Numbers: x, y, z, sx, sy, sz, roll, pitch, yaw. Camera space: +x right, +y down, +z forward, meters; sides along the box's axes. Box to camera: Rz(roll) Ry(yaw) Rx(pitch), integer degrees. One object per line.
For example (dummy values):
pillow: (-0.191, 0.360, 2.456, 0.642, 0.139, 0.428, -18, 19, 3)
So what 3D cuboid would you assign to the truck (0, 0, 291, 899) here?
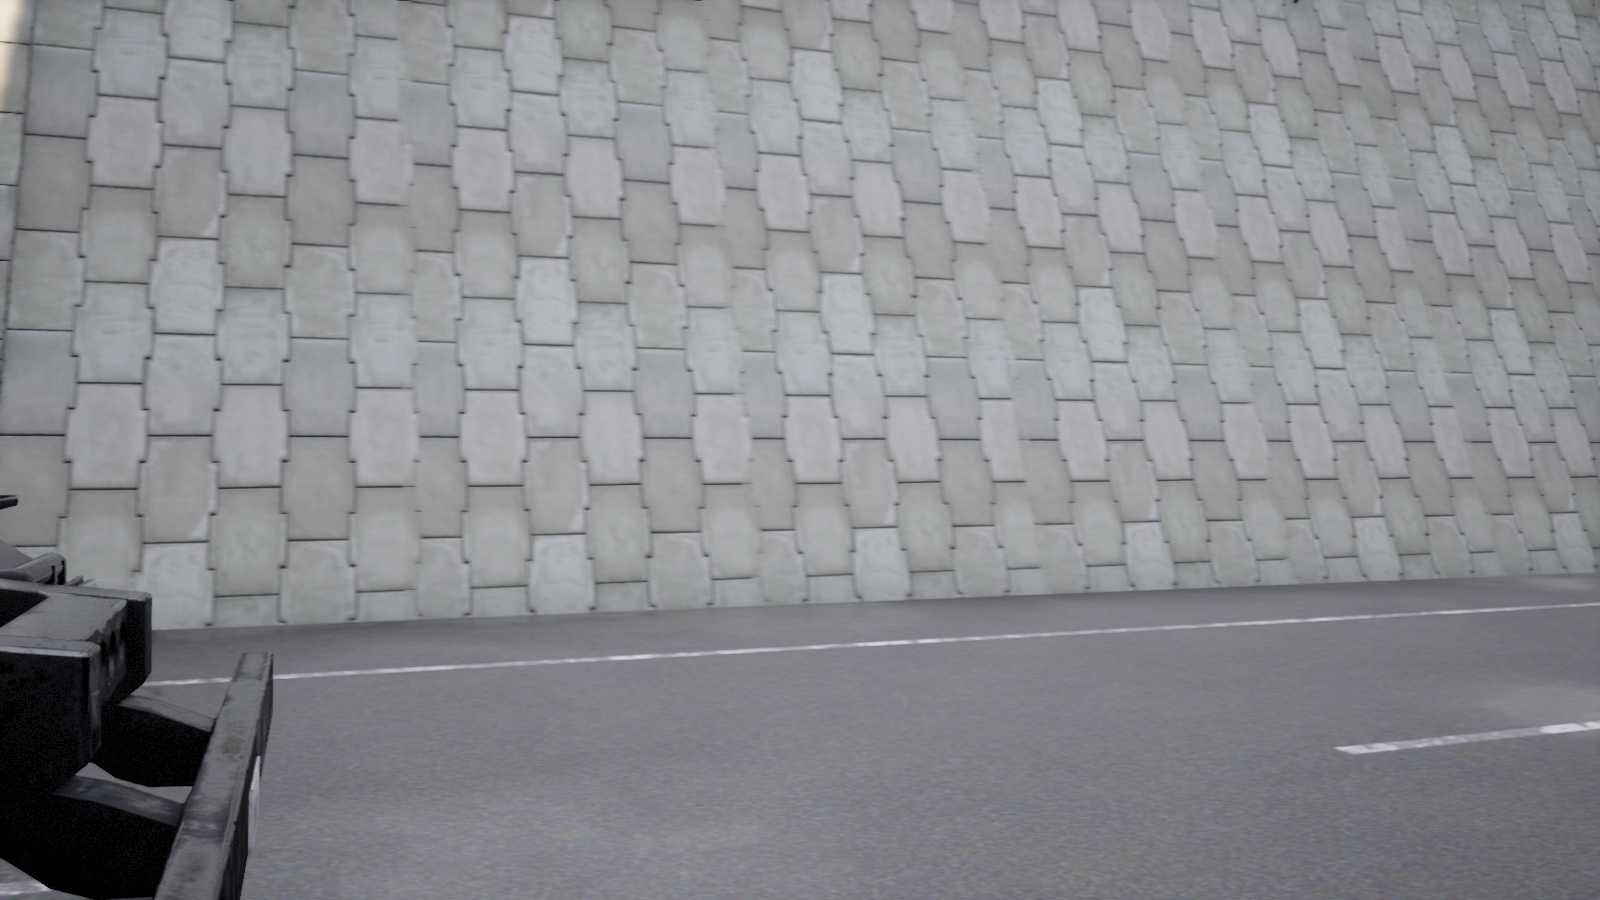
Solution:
truck: (-4.899, -0.153, 1.367, 7.936, 3.462, 2.891, -1, 1, -21)
